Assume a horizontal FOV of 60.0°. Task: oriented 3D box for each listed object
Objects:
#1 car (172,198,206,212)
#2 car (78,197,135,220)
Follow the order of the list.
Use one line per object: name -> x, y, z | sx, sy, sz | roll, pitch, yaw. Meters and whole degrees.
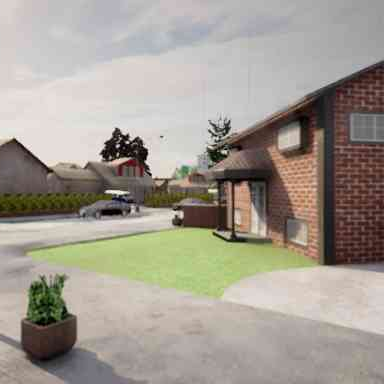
car -> -0.275, 1.456, 38.311 | 1.882, 1.535, 5.008 | 0, 1, 36
car -> -7.358, 1.469, 28.436 | 2.128, 1.511, 4.902 | 0, 0, 36
